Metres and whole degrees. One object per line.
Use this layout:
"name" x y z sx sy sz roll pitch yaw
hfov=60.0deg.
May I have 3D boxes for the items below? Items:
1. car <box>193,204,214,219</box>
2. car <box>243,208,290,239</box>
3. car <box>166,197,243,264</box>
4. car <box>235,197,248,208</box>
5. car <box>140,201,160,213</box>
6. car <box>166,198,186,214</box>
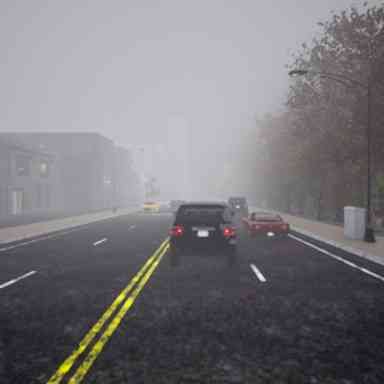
"car" 1.168 1.900 33.781 1.895 1.301 4.718 0 -1 2
"car" 3.911 1.770 18.409 1.895 1.301 4.718 0 -1 2
"car" 0.437 1.333 12.393 2.150 2.045 5.566 0 0 2
"car" 4.433 1.529 34.140 2.150 2.045 5.566 0 0 2
"car" -5.255 1.837 41.914 1.882 1.535 5.008 0 0 2
"car" -1.994 1.719 42.121 2.097 1.767 4.553 0 -1 2
